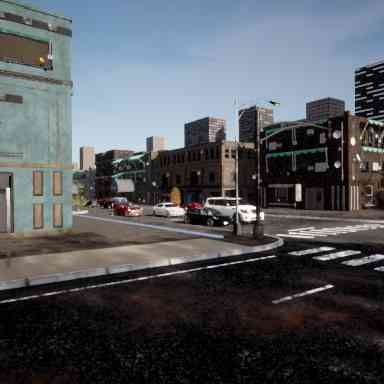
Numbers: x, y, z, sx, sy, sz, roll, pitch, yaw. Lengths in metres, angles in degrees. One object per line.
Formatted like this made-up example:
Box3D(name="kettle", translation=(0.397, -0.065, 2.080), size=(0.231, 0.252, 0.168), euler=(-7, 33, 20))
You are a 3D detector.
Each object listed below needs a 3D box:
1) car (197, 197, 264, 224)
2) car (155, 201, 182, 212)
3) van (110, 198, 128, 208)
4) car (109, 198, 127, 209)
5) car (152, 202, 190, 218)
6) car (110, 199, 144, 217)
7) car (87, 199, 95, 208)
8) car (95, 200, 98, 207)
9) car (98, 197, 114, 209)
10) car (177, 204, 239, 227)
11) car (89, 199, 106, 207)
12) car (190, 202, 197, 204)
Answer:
Box3D(name="car", translation=(3.160, 1.445, 26.655), size=(2.150, 2.045, 5.566), euler=(-1, 0, -35))
Box3D(name="car", translation=(-3.291, 1.966, 45.629), size=(1.802, 1.307, 4.206), euler=(-2, 0, -36))
Box3D(name="van", translation=(-12.952, 1.906, 59.138), size=(1.690, 1.788, 3.998), euler=(-1, 0, -36))
Box3D(name="car", translation=(-8.584, 1.931, 43.112), size=(1.882, 1.535, 5.008), euler=(-1, 0, -35))
Box3D(name="car", translation=(-2.541, 1.862, 34.640), size=(1.812, 1.442, 4.674), euler=(-1, 0, -35))
Box3D(name="car", translation=(-6.894, 1.846, 36.251), size=(1.967, 1.590, 4.097), euler=(-1, 0, -36))
Box3D(name="car", translation=(-19.197, 2.159, 63.446), size=(2.128, 1.511, 4.902), euler=(-1, 0, -36))
Box3D(name="car", translation=(-16.171, 1.939, 63.641), size=(2.192, 1.841, 5.009), euler=(-1, 0, -36))
Box3D(name="car", translation=(-13.423, 2.066, 55.365), size=(1.837, 1.490, 4.892), euler=(-1, 0, -36))
Box3D(name="car", translation=(1.079, 1.814, 24.891), size=(1.947, 1.339, 4.313), euler=(-2, 0, -36))
Box3D(name="car", translation=(-19.384, 2.227, 68.145), size=(1.887, 1.381, 4.507), euler=(-1, 0, -36))
Box3D(name="car", translation=(-0.074, 1.903, 41.126), size=(1.802, 1.307, 4.206), euler=(-2, 0, -36))
